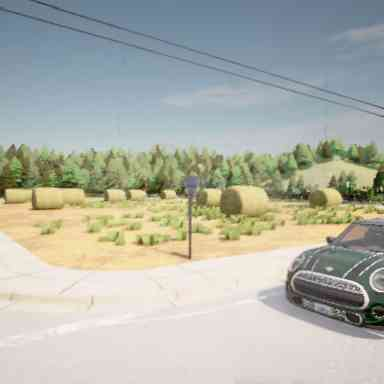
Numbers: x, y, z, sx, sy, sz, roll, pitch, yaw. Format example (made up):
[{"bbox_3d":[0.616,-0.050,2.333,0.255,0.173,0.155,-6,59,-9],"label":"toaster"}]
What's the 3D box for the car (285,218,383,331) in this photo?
[{"bbox_3d":[4.008,1.356,6.845,4.553,1.767,2.097,0,0,-35],"label":"car"}]
